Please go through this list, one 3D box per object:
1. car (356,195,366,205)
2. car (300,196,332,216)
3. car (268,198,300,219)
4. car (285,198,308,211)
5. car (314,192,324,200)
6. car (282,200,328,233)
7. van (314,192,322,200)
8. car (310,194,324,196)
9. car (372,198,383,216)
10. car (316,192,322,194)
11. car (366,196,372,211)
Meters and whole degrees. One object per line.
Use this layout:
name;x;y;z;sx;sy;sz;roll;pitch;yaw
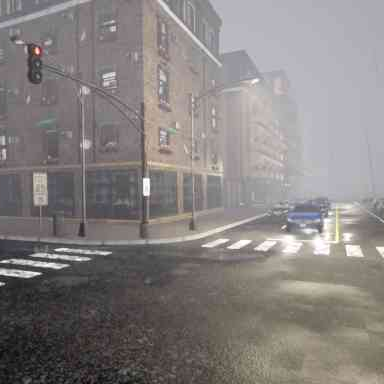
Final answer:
car;26.528;1.269;50.355;2.008;1.369;4.403;-1;0;24
car;10.513;1.356;28.045;2.128;1.511;4.902;0;0;24
car;7.451;1.442;27.588;2.008;1.369;4.403;-1;0;24
car;12.008;1.397;38.031;2.008;1.369;4.403;-1;0;24
car;32.506;0.994;85.021;2.192;1.841;5.009;-1;0;24
car;6.592;1.430;19.118;1.812;1.442;4.674;0;0;24
van;30.229;1.036;79.802;1.690;1.788;3.998;-1;0;24
car;14.789;1.300;37.896;1.882;1.535;5.008;0;0;24
car;17.415;1.385;29.469;1.802;1.307;4.206;-1;0;24
car;23.395;1.186;64.137;1.967;1.590;4.097;-1;0;24
car;19.693;1.331;34.691;2.008;1.369;4.403;-1;0;24
